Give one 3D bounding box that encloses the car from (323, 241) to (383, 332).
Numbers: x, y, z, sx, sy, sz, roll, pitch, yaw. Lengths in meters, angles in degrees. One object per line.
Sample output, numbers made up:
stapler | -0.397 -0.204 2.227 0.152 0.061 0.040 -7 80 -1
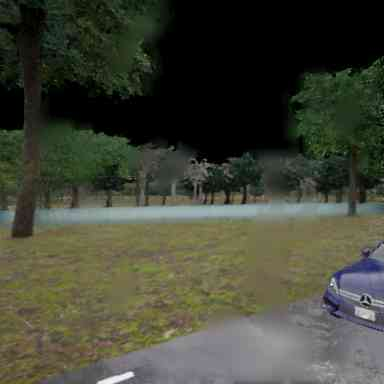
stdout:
car | 4.427 1.521 6.226 4.674 1.442 1.812 0 0 -35
